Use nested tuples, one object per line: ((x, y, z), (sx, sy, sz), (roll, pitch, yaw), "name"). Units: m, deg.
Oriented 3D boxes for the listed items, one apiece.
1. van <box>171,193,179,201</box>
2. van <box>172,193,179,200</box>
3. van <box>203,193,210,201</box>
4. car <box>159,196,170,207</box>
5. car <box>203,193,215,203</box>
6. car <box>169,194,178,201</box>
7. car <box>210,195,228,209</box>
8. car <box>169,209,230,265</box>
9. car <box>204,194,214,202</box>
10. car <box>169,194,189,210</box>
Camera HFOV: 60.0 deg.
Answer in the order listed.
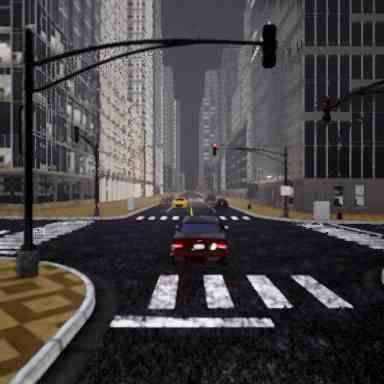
((-4.261, 1.198, 83.553), (1.690, 1.788, 3.998), (0, 0, 0), "van")
((-4.291, 1.184, 89.081), (1.690, 1.788, 3.998), (0, 0, 0), "van")
((3.619, 1.199, 83.596), (1.690, 1.788, 3.998), (0, 0, 0), "van")
((-4.082, 1.518, 50.388), (1.802, 1.307, 4.206), (0, 0, 0), "car")
((3.709, 1.215, 67.013), (2.192, 1.841, 5.009), (0, 0, 0), "car")
((-4.231, 1.312, 78.026), (1.967, 1.590, 4.097), (0, 0, 0), "car")
((3.877, 1.513, 44.905), (1.947, 1.339, 4.313), (0, 0, 0), "car")
((0.322, 1.554, 11.646), (2.033, 1.411, 5.357), (0, 0, 3), "car")
((3.679, 1.326, 72.541), (1.967, 1.590, 4.097), (0, 0, 0), "car")
((-1.567, 1.428, 43.084), (1.882, 1.535, 5.008), (0, 0, 0), "car")
